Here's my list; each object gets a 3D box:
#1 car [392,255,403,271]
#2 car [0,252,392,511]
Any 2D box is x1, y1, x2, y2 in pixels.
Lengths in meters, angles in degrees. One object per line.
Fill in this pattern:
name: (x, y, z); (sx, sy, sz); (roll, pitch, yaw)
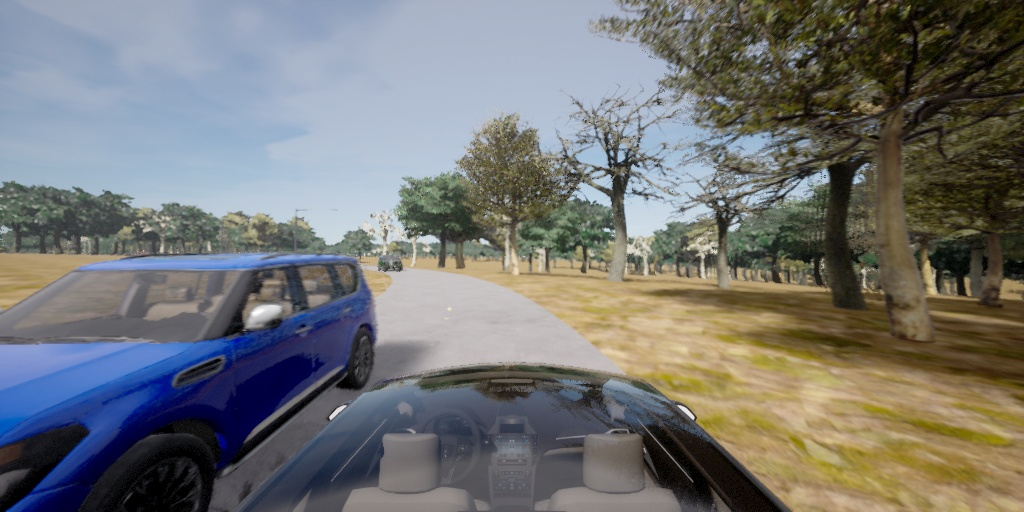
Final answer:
car: (-15.680, 0.872, 46.086); (2.150, 2.045, 5.566); (0, 0, -31)
car: (-3.234, 0.980, 3.837); (2.150, 2.045, 5.566); (0, 0, -2)
